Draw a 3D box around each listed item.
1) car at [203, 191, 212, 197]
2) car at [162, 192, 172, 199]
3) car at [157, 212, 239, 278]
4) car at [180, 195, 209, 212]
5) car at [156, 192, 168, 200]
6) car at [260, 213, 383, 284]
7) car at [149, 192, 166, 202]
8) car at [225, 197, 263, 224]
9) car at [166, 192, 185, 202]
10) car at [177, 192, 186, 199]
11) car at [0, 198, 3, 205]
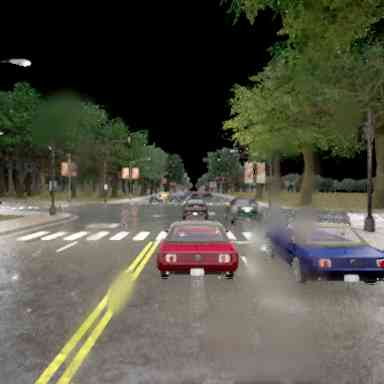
[{"bbox_3d":[4.124,0.627,86.467,1.837,1.490,4.892,0,0,1],"label":"car"},{"bbox_3d":[-5.737,0.742,76.274,1.812,1.442,4.674,0,1,1],"label":"car"},{"bbox_3d":[0.139,1.499,9.720,1.895,1.301,4.718,0,1,0],"label":"car"},{"bbox_3d":[0.263,1.253,25.725,1.837,1.490,4.892,0,1,1],"label":"car"},{"bbox_3d":[-5.848,0.799,66.009,1.882,1.535,5.008,0,1,1],"label":"car"},{"bbox_3d":[3.384,1.506,9.221,1.895,1.301,4.718,0,1,0],"label":"car"},{"bbox_3d":[-5.992,0.969,56.119,2.033,1.411,5.357,0,1,1],"label":"car"},{"bbox_3d":[3.482,1.153,22.885,2.097,1.767,4.553,0,0,1],"label":"car"},{"bbox_3d":[-2.748,0.972,55.994,2.033,1.411,5.357,0,1,1],"label":"car"},{"bbox_3d":[-2.483,0.694,76.633,1.882,1.535,5.008,0,1,1],"label":"car"},{"bbox_3d":[-25.379,0.928,40.664,4.902,1.511,2.128,1,1,23],"label":"car"}]
